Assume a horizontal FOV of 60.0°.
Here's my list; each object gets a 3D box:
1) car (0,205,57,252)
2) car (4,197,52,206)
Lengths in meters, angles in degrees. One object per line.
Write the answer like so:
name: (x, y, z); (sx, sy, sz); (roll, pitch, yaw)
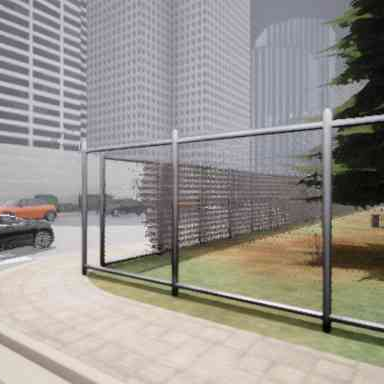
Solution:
car: (-6.824, 1.420, 11.206); (2.128, 1.511, 4.902); (-1, 1, 19)
car: (-11.756, 1.220, 22.840); (2.097, 1.767, 4.553); (0, 0, 36)
